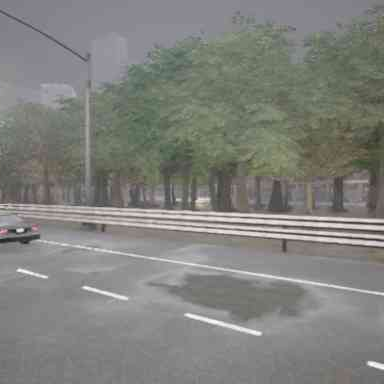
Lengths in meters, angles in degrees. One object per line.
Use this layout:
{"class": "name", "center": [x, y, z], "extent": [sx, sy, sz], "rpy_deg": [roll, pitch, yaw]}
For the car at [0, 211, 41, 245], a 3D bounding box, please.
{"class": "car", "center": [-8.728, 1.548, 14.405], "extent": [5.357, 1.411, 2.033], "rpy_deg": [0, 0, 36]}
